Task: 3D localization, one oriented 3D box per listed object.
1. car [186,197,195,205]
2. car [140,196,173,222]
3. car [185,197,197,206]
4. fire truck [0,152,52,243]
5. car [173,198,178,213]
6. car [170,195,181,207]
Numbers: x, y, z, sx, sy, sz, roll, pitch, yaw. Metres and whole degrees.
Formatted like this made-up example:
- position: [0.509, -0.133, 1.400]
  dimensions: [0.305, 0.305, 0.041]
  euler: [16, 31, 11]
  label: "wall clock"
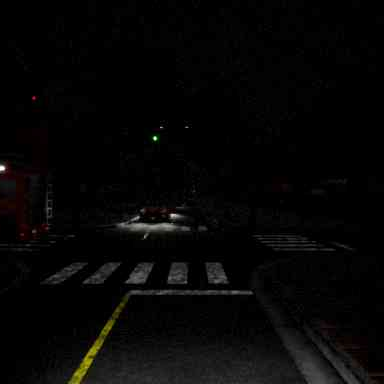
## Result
- position: [-0.241, 1.851, 68.816]
  dimensions: [1.837, 1.490, 4.892]
  euler: [0, -1, 0]
  label: "car"
- position: [-2.942, 1.418, 27.138]
  dimensions: [2.097, 1.767, 4.553]
  euler: [0, 0, 0]
  label: "car"
- position: [-0.206, 1.788, 58.800]
  dimensions: [1.812, 1.442, 4.674]
  euler: [0, 0, 0]
  label: "car"
- position: [-10.592, 0.337, 13.787]
  dimensions: [8.468, 3.827, 2.891]
  euler: [0, 0, -1]
  label: "fire truck"
- position: [-2.984, 1.732, 39.449]
  dimensions: [1.895, 1.301, 4.718]
  euler: [0, 0, 0]
  label: "car"
- position: [-3.005, 1.473, 57.215]
  dimensions: [2.150, 2.045, 5.566]
  euler: [0, -1, 0]
  label: "car"
